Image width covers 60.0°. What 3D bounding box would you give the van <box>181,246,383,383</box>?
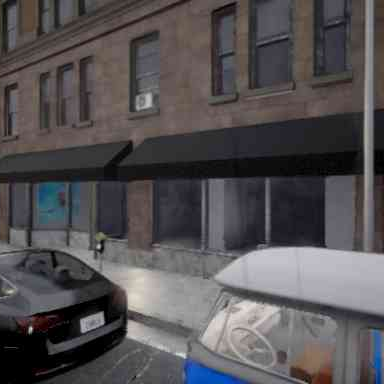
[{"bbox_3d":[1.747,1.342,1.831,3.998,1.788,1.690,0,0,35],"label":"van"}]

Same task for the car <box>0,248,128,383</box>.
[{"bbox_3d":[-2.861,1.560,5.118,4.313,1.339,1.947,0,0,35],"label":"car"}]
